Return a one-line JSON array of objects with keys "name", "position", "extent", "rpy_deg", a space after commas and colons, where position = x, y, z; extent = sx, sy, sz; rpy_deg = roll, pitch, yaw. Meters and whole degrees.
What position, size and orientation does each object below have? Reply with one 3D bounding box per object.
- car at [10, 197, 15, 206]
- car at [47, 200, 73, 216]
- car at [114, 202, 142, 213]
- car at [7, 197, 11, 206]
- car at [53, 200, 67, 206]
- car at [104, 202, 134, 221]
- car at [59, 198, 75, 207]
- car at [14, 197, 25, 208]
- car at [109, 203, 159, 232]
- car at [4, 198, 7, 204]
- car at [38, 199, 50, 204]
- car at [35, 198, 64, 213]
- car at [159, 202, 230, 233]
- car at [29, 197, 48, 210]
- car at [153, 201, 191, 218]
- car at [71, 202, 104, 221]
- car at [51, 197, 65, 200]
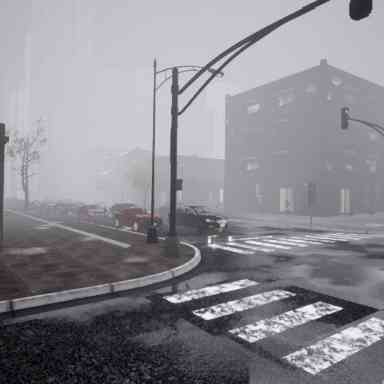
[{"name": "car", "position": [-32.061, 2.081, 62.099], "extent": [1.947, 1.339, 4.313], "rpy_deg": [1, -1, -35]}, {"name": "car", "position": [-13.704, 1.791, 35.610], "extent": [1.947, 1.339, 4.313], "rpy_deg": [1, -1, -35]}, {"name": "car", "position": [-8.300, 1.966, 42.945], "extent": [2.008, 1.369, 4.403], "rpy_deg": [1, -1, -35]}, {"name": "car", "position": [-35.231, 2.131, 66.634], "extent": [1.947, 1.339, 4.313], "rpy_deg": [1, -1, -35]}, {"name": "car", "position": [-28.361, 2.306, 71.432], "extent": [1.802, 1.307, 4.206], "rpy_deg": [1, -1, -35]}, {"name": "car", "position": [-5.678, 1.694, 28.890], "extent": [1.837, 1.490, 4.892], "rpy_deg": [1, -1, -35]}, {"name": "car", "position": [-25.192, 2.114, 66.898], "extent": [1.967, 1.590, 4.097], "rpy_deg": [1, -1, -35]}, {"name": "car", "position": [-29.073, 2.012, 57.812], "extent": [1.887, 1.381, 4.507], "rpy_deg": [1, -1, -35]}, {"name": "car", "position": [-3.390, 1.615, 20.855], "extent": [1.887, 1.381, 4.507], "rpy_deg": [1, -1, -35]}, {"name": "car", "position": [-38.400, 1.930, 71.172], "extent": [2.192, 1.841, 5.009], "rpy_deg": [1, -1, -35]}, {"name": "car", "position": [-37.968, 2.403, 85.177], "extent": [1.752, 1.417, 4.829], "rpy_deg": [1, -1, -35]}, {"name": "car", "position": [-18.003, 1.843, 41.811], "extent": [2.008, 1.369, 4.403], "rpy_deg": [1, -1, -35]}, {"name": "car", "position": [0.282, 1.593, 20.358], "extent": [2.128, 1.511, 4.902], "rpy_deg": [1, -1, -35]}, {"name": "car", "position": [-22.679, 1.891, 48.572], "extent": [1.752, 1.417, 4.829], "rpy_deg": [1, -1, -35]}, {"name": "car", "position": [-2.097, 1.762, 34.083], "extent": [1.967, 1.590, 4.097], "rpy_deg": [1, -1, -35]}, {"name": "car", "position": [-8.548, 1.730, 28.232], "extent": [1.802, 1.307, 4.206], "rpy_deg": [1, -1, -35]}, {"name": "car", "position": [-22.992, 2.049, 59.253], "extent": [2.128, 1.511, 4.902], "rpy_deg": [1, -1, -35]}]
